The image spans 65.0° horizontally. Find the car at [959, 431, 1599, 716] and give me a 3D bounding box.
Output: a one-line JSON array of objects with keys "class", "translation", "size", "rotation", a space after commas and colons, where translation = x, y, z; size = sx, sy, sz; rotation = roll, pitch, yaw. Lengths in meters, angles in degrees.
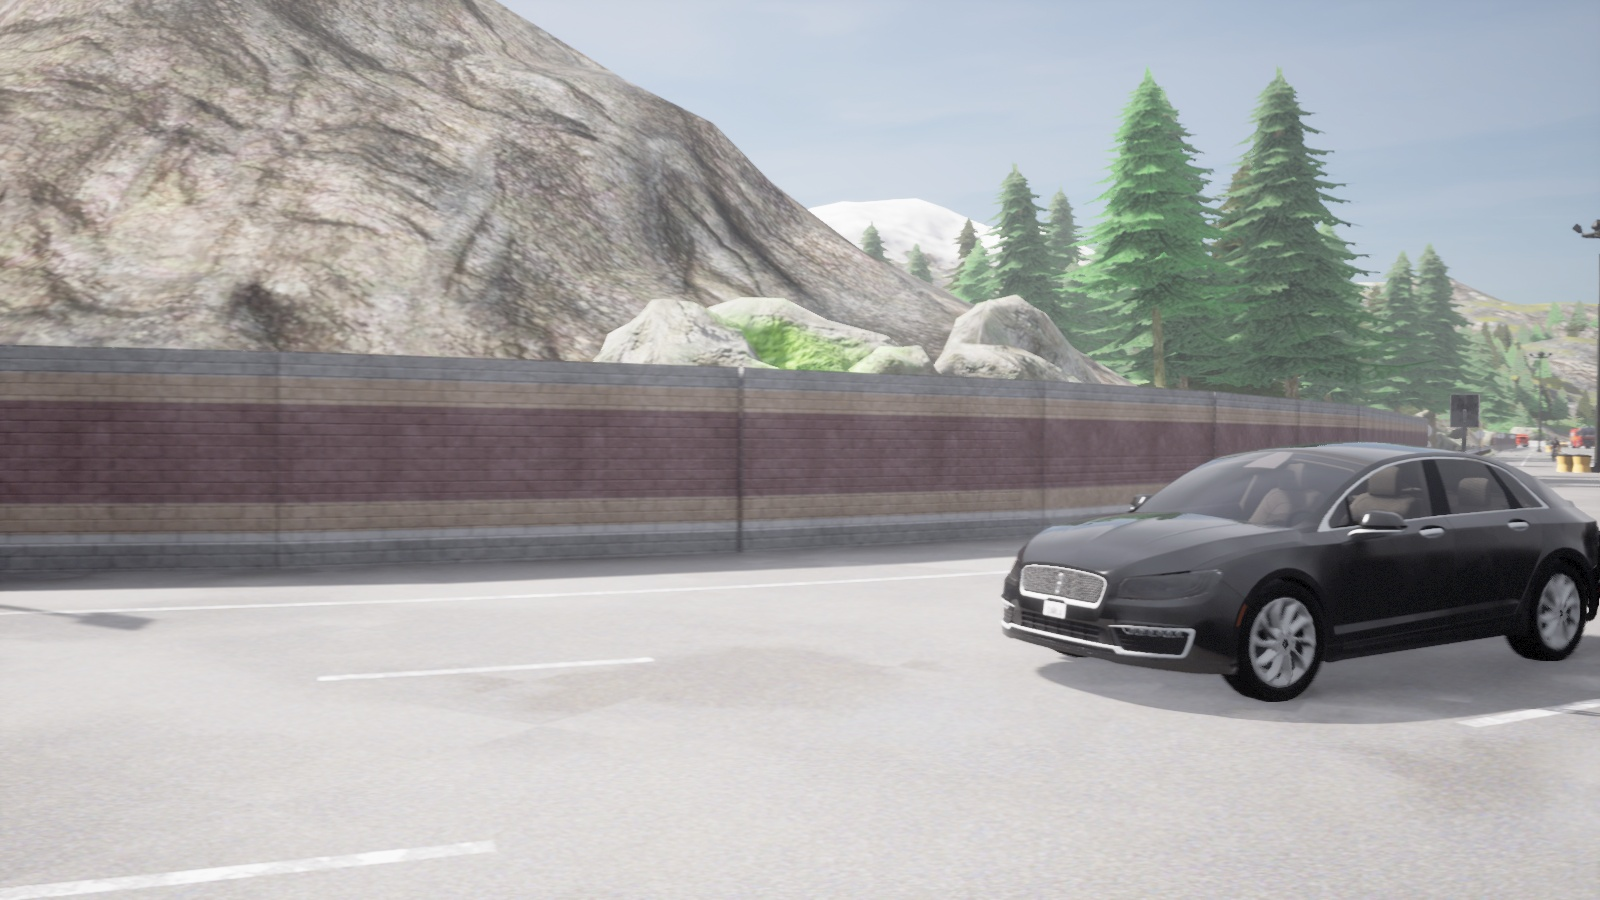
[{"class": "car", "translation": [3.641, 0.638, 8.811], "size": [4.892, 1.490, 1.837], "rotation": [-1, 1, -30]}]
